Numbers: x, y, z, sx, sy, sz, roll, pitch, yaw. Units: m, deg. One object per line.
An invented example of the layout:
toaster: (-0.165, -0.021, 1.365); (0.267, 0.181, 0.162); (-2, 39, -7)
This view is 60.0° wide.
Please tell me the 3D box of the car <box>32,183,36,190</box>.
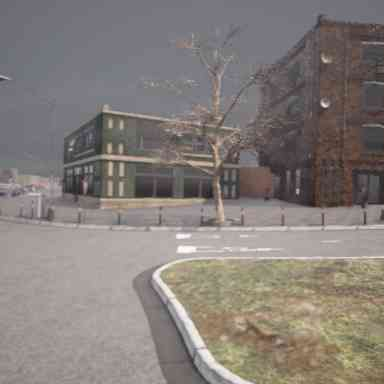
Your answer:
car: (-36.773, -0.851, 70.639); (5.566, 2.045, 2.435); (1, 1, -21)

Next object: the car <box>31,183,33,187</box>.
car: (-35.816, -0.510, 68.041); (4.892, 1.521, 2.231); (1, 1, -21)

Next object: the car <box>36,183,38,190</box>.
car: (-38.846, -1.033, 75.930); (5.566, 2.045, 2.435); (1, 1, -21)

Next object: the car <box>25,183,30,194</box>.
car: (-33.814, -0.458, 62.854); (4.553, 1.767, 2.185); (1, 1, -21)

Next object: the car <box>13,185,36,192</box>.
car: (-40.761, -0.911, 81.021); (4.674, 1.452, 2.002); (1, 1, -21)

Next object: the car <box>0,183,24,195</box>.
car: (-30.850, -0.207, 55.058); (4.553, 1.767, 2.185); (1, 1, -21)

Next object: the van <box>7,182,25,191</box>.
van: (-32.018, -0.393, 57.721); (4.442, 1.987, 1.878); (1, 1, -21)

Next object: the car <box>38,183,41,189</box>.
car: (-41.710, -1.286, 83.622); (5.566, 2.045, 2.435); (1, 1, -21)

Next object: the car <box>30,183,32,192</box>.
car: (-34.884, -0.427, 65.557); (5.008, 1.535, 2.097); (1, 1, -21)

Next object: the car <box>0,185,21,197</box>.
car: (-28.980, 0.090, 49.961); (4.792, 1.488, 2.163); (1, 1, -21)
